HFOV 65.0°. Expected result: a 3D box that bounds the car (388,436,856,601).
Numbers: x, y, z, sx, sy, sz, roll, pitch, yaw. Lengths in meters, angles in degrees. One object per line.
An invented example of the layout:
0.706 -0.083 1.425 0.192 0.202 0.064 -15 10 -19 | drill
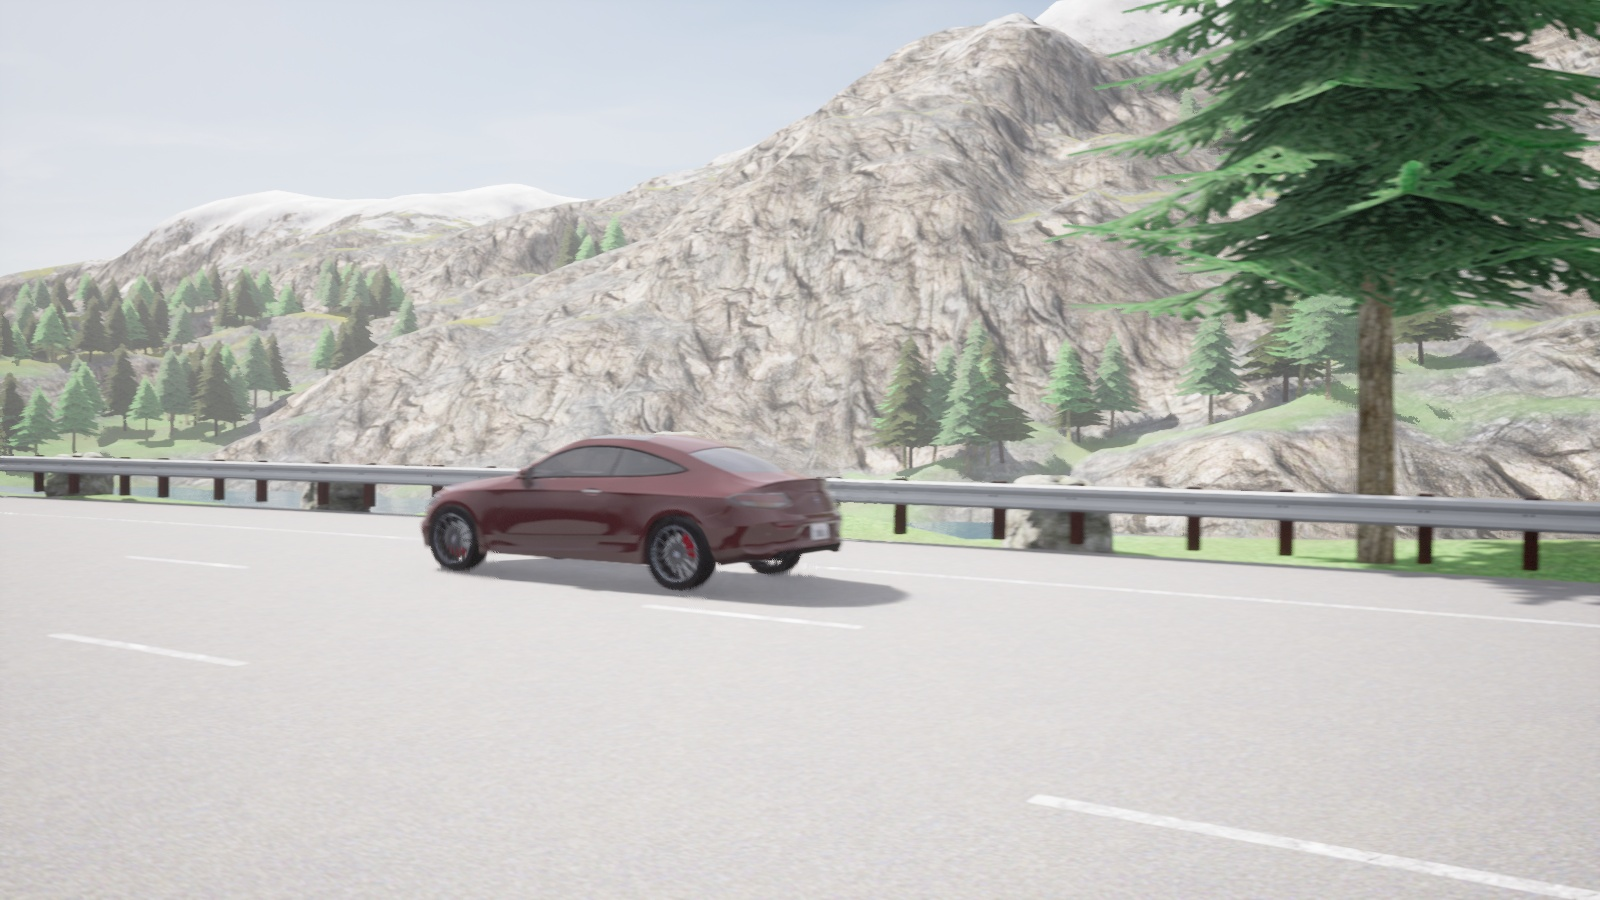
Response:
-1.921 0.595 13.002 4.674 1.442 1.812 0 1 30 | car
